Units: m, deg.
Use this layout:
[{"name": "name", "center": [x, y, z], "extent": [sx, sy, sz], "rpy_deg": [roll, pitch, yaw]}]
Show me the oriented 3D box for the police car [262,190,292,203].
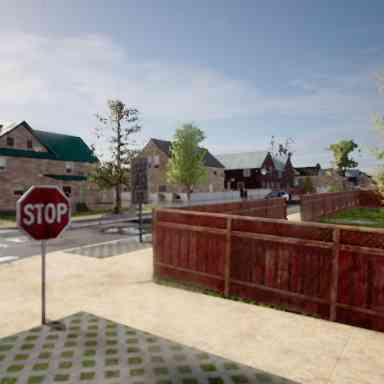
[{"name": "police car", "center": [9.571, 0.596, 37.652], "extent": [2.038, 1.542, 4.974], "rpy_deg": [-1, 1, 36]}]
